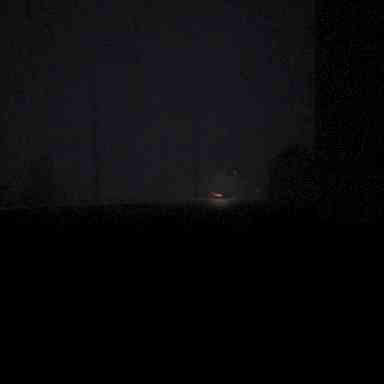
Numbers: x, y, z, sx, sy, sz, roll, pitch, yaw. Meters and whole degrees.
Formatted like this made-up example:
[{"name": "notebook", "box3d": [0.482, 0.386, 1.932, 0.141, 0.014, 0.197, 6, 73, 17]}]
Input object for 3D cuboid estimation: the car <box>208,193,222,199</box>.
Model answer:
[{"name": "car", "box3d": [6.069, 0.940, 86.716, 2.097, 1.767, 4.553, 1, 1, 36]}]
